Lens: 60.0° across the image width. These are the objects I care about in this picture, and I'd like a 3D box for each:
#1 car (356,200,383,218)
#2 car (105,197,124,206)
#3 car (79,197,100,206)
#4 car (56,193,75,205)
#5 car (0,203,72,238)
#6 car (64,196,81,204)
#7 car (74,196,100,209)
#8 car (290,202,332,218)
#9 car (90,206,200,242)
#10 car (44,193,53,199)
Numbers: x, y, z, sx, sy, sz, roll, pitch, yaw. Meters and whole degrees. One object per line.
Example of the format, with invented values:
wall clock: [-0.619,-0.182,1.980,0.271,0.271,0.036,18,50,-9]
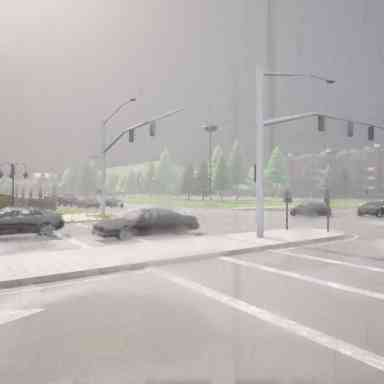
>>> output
car: [16.774,1.505,30.036,4.892,1.490,1.837,0,0,-35]
car: [-11.387,1.491,47.620,2.128,1.511,4.902,0,0,-36]
car: [-17.146,1.564,55.563,1.994,1.385,4.181,0,0,-36]
car: [-19.903,1.221,53.400,2.150,2.045,5.566,0,0,-36]
car: [-8.763,1.491,16.164,4.902,1.511,2.128,0,0,-35]
car: [-22.954,1.564,63.658,1.994,1.385,4.181,0,0,-36]
car: [-14.192,1.601,45.524,1.895,1.301,4.718,0,0,-36]
car: [10.740,1.564,30.038,4.181,1.385,1.994,0,0,-35]
car: [-2.143,1.547,16.578,5.357,1.411,2.033,0,0,-35]
car: [-26.038,1.221,61.947,2.150,2.045,5.566,0,0,-35]
